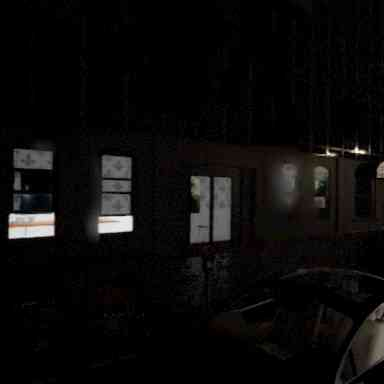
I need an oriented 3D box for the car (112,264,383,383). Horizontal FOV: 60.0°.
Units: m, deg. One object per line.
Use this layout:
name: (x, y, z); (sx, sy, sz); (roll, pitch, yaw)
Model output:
car: (1.308, 1.540, 3.349); (4.403, 1.369, 2.008); (0, 1, -35)
